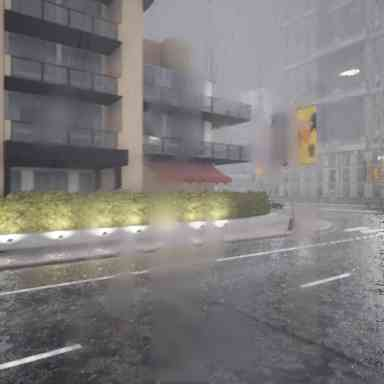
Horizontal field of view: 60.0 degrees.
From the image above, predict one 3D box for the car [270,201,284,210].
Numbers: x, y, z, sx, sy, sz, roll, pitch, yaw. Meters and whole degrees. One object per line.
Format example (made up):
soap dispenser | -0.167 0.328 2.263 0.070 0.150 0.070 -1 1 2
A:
car | 9.188 1.583 41.711 1.895 1.301 4.718 0 0 -35
